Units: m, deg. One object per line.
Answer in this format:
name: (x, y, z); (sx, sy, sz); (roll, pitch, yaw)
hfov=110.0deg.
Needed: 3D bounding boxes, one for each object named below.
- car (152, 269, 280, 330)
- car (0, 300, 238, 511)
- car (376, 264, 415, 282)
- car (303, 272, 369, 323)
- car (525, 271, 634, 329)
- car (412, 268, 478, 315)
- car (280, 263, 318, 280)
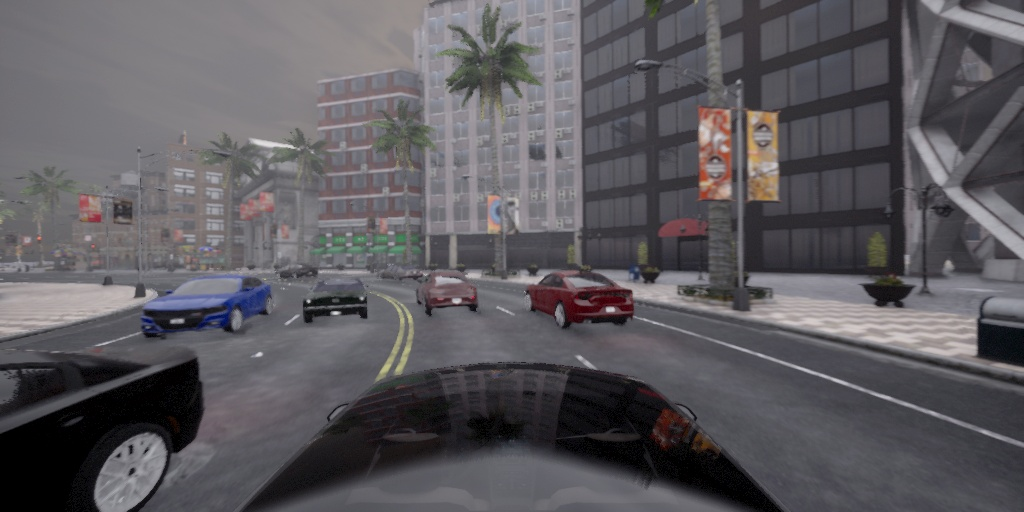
car: (-8.977, 1.330, 11.034); (1.882, 1.535, 5.008); (-1, 0, -20)
car: (-3.844, 1.271, 1.339); (1.882, 1.535, 5.008); (-1, 0, -2)
car: (-9.628, 1.411, 30.663); (5.357, 1.411, 2.033); (-1, 0, 44)
car: (-6.133, 1.422, 12.816); (1.895, 1.301, 4.718); (-1, 0, -23)
car: (1.863, 1.209, 11.428); (1.882, 1.535, 5.008); (0, 0, -14)
car: (-2.609, 1.307, 13.914); (1.812, 1.442, 4.674); (0, 0, -20)
car: (-20.984, 1.469, 34.978); (5.008, 1.535, 1.882); (-1, 0, 32)
